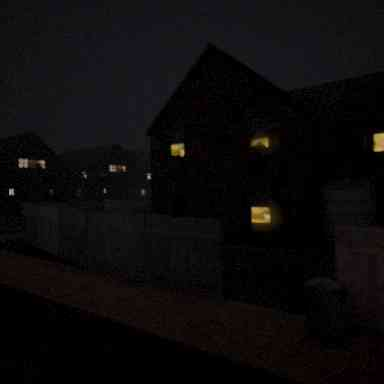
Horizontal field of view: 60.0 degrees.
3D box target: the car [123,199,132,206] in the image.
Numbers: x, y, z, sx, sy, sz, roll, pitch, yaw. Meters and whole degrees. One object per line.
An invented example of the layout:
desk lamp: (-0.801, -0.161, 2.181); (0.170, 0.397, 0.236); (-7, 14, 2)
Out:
car: (-5.910, 1.373, 29.966); (1.812, 1.442, 4.674); (-2, 0, 36)
